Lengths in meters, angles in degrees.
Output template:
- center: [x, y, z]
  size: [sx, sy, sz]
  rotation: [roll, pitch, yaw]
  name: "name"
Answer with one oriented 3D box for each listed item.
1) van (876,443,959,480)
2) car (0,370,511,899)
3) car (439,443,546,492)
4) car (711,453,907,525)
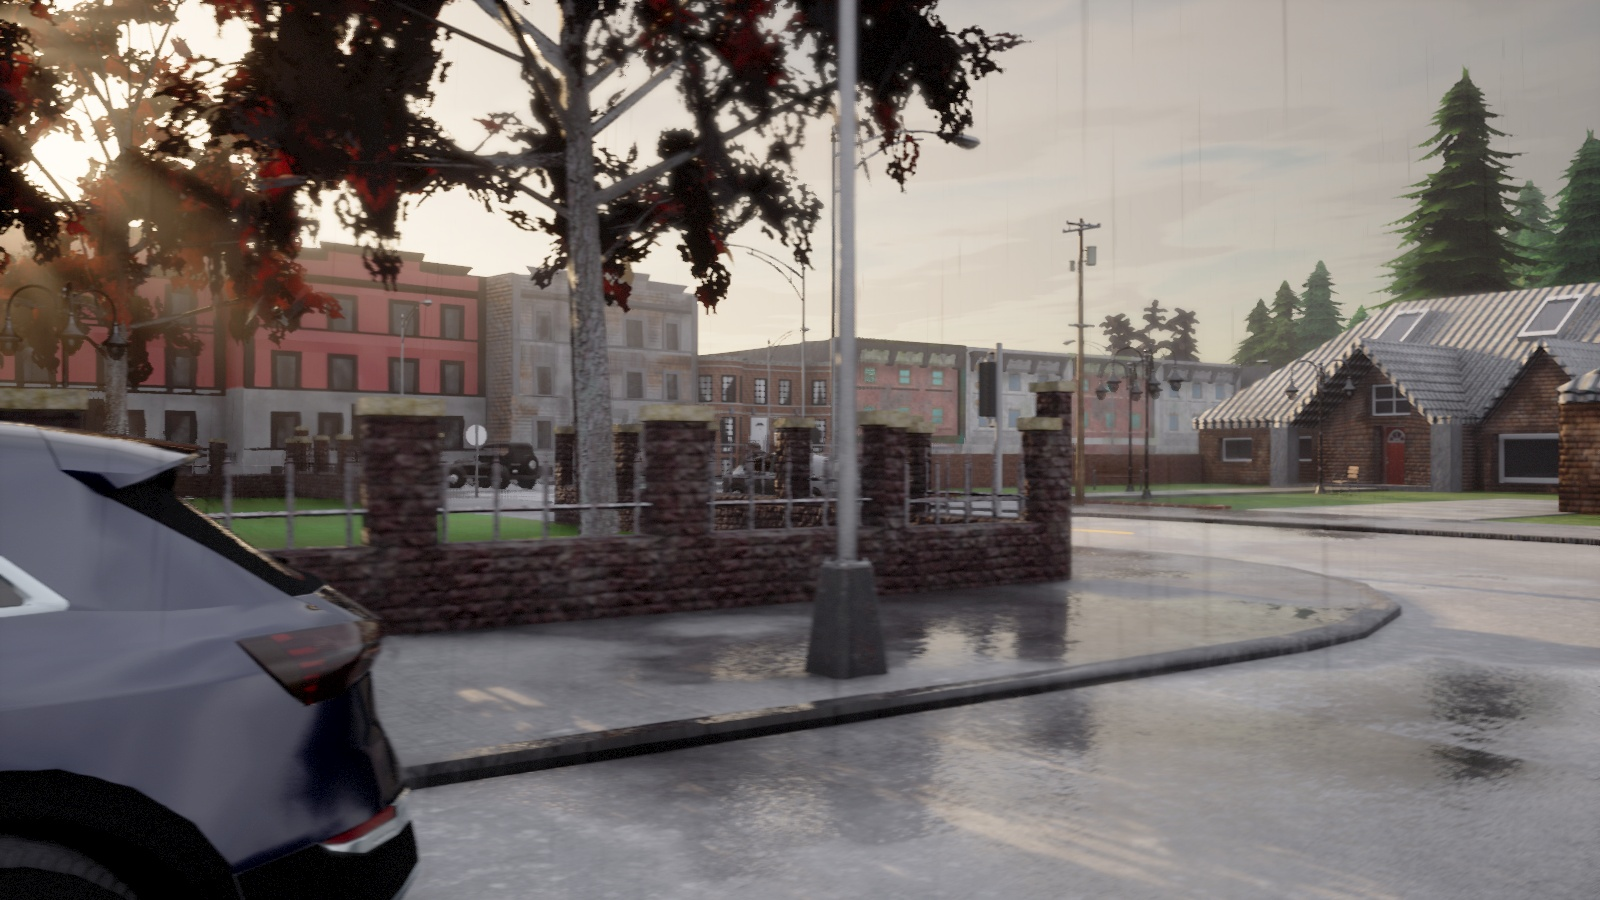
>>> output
- center: [6.458, 0.628, 68.862]
  size: [4.442, 1.987, 1.775]
  rotation: [0, 0, -35]
  name: "van"
- center: [-3.194, 0.688, 2.144]
  size: [4.856, 1.649, 2.033]
  rotation: [0, 0, -37]
  name: "car"
- center: [-12.333, 0.680, 50.354]
  size: [3.866, 1.878, 1.905]
  rotation: [0, 0, 28]
  name: "car"
- center: [0.089, 0.810, 28.319]
  size: [1.837, 1.490, 4.892]
  rotation: [0, 0, -37]
  name: "car"
